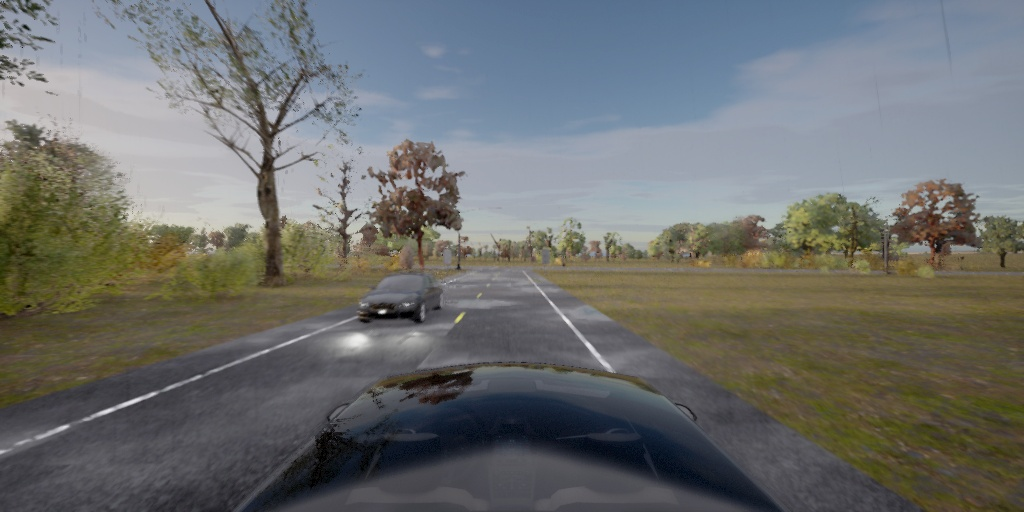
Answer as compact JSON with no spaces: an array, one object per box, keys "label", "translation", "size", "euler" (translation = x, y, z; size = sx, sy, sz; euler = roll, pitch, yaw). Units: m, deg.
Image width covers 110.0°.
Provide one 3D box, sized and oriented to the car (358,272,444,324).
[{"label":"car","translation":[-3.598,1.328,12.388],"size":[1.837,1.490,4.892],"euler":[0,-1,0]}]
